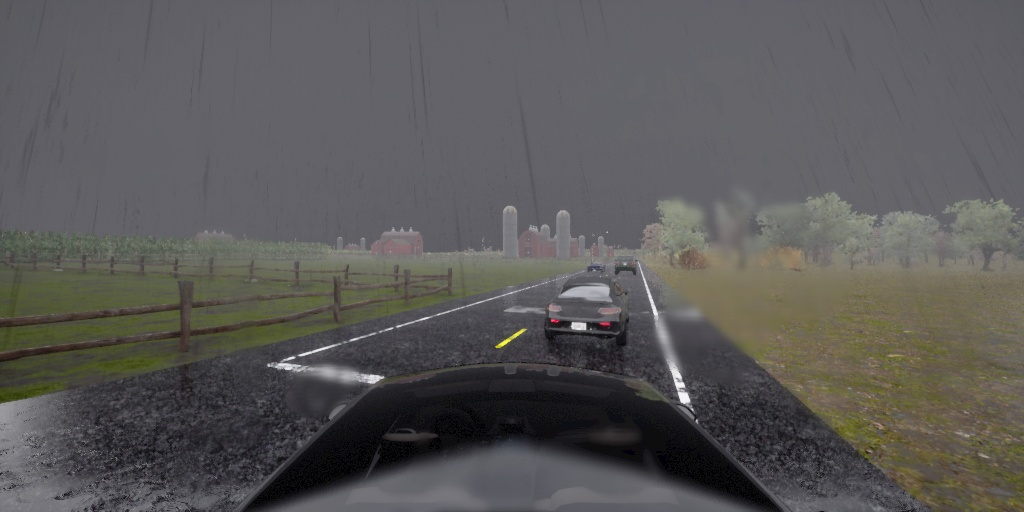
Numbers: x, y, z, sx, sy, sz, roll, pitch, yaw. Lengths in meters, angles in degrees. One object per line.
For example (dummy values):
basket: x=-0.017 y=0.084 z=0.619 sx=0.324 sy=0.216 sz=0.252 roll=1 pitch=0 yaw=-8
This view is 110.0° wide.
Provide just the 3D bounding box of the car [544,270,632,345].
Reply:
car: x=2.127 y=1.274 z=9.532 sx=1.812 sy=1.442 sz=4.674 roll=0 pitch=0 yaw=19

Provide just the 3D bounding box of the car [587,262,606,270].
car: x=10.340 y=1.340 z=43.910 sx=1.895 sy=1.301 sz=4.718 roll=0 pitch=0 yaw=19

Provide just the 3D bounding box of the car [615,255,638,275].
car: x=12.553 y=0.961 z=39.473 sx=2.150 sy=2.045 sz=5.566 roll=0 pitch=0 yaw=20
